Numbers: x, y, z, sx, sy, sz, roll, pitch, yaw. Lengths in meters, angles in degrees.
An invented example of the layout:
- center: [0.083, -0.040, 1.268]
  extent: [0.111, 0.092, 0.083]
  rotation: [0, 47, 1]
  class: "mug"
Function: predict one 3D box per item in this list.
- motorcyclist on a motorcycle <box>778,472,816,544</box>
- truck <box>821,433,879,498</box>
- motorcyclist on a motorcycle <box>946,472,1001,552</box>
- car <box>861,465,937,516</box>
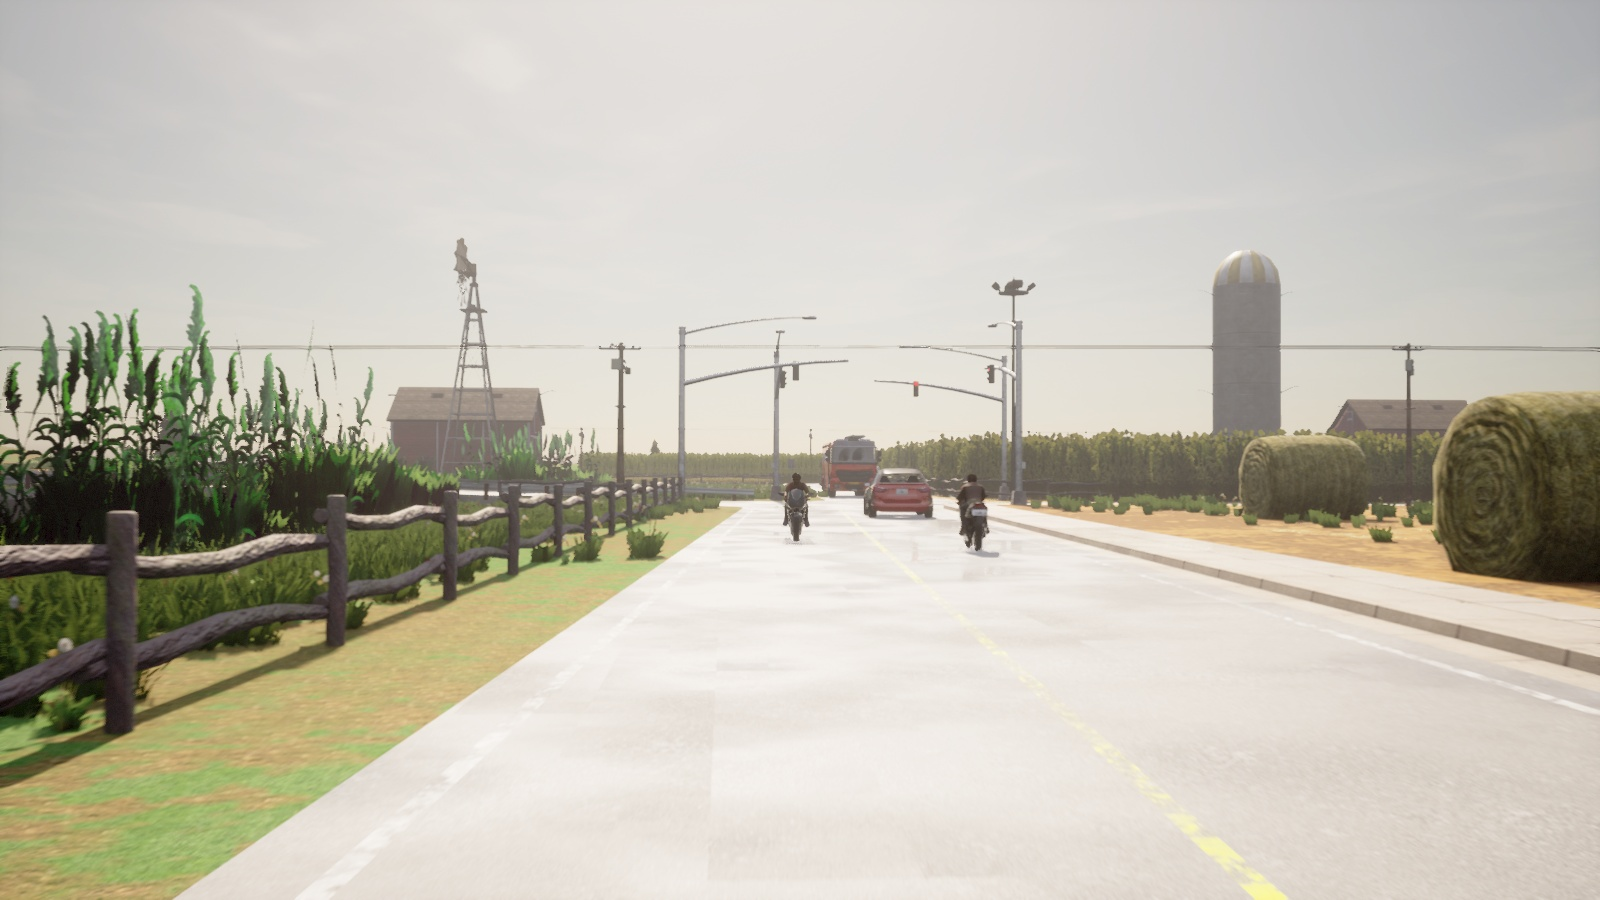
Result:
- center: [-0.069, 1.267, 28.067]
  extent: [0.797, 1.523, 2.044]
  rotation: [0, -1, 0]
  class: "motorcyclist on a motorcycle"
- center: [3.060, 0.994, 78.917]
  extent: [2.891, 3.827, 8.468]
  rotation: [0, -1, -3]
  class: "truck"
- center: [3.439, 1.201, 24.984]
  extent: [0.797, 1.523, 2.044]
  rotation: [0, -1, 0]
  class: "motorcyclist on a motorcycle"
- center: [3.395, 1.380, 43.875]
  extent: [2.242, 1.667, 4.611]
  rotation: [0, -1, 0]
  class: "car"
